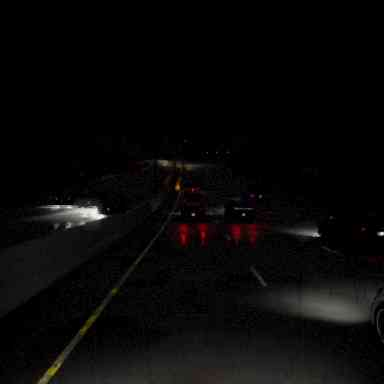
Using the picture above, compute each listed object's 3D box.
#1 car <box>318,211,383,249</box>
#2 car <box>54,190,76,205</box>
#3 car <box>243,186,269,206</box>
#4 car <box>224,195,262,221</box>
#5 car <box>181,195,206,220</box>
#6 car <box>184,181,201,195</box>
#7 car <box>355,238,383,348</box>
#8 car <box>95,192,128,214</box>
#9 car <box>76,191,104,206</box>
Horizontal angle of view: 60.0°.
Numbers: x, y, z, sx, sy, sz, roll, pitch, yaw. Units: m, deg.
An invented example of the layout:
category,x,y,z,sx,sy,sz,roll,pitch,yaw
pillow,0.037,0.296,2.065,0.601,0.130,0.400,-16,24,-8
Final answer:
category,x,y,z,sx,sy,sz,roll,pitch,yaw
car,7.097,1.527,14.428,1.994,1.385,4.181,0,0,0
car,-14.098,0.553,38.271,1.812,1.442,4.674,0,5,0
car,7.094,0.340,37.155,2.150,2.045,5.566,0,4,0
car,3.596,1.282,25.579,2.128,1.511,4.902,0,2,0
car,0.095,1.309,25.784,1.812,1.442,4.674,0,2,0
car,0.094,-0.466,45.409,2.150,2.045,5.566,0,6,0
car,3.599,1.518,3.069,1.812,1.442,4.674,0,0,0
car,-7.100,1.069,30.609,1.837,1.490,4.892,0,3,0
car,-10.597,0.655,36.587,2.128,1.511,4.902,0,4,0
